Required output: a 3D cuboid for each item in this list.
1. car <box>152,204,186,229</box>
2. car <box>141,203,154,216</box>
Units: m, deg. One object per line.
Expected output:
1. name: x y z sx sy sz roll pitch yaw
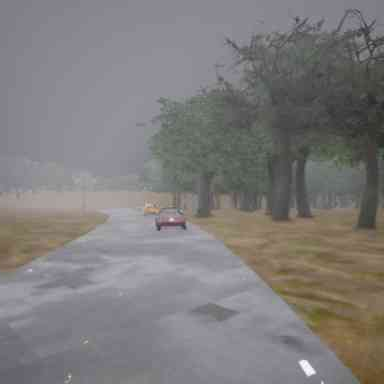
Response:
1. car: -1.564 1.775 23.221 1.994 1.385 4.181 -1 -1 -8
2. car: -5.388 2.194 42.849 1.882 1.535 5.008 -1 -1 -14
